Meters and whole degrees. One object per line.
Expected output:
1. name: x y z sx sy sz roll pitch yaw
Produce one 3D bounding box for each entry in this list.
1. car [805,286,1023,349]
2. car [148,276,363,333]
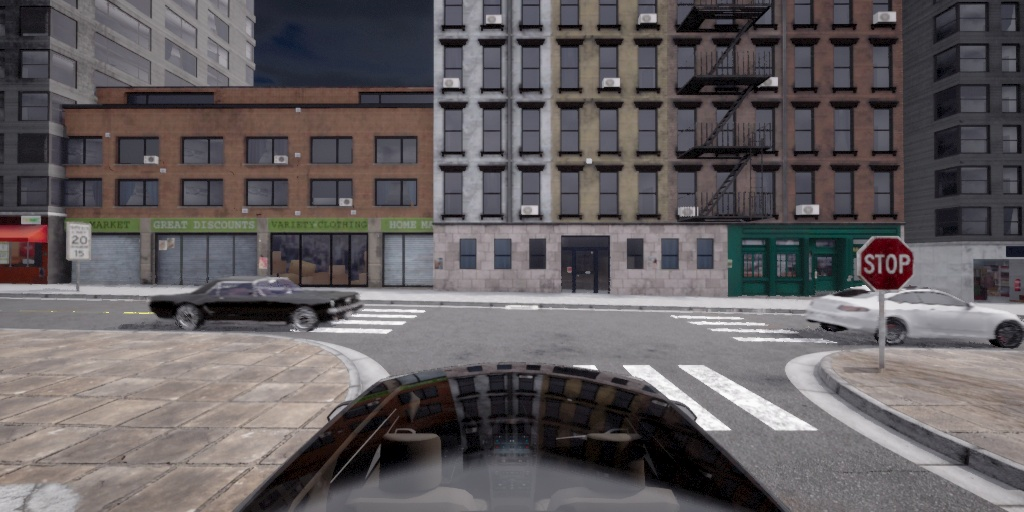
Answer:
1. car: 10.651 1.528 9.676 4.674 1.442 1.812 1 0 0
2. car: -6.672 1.232 9.761 4.718 1.301 1.895 1 0 0
